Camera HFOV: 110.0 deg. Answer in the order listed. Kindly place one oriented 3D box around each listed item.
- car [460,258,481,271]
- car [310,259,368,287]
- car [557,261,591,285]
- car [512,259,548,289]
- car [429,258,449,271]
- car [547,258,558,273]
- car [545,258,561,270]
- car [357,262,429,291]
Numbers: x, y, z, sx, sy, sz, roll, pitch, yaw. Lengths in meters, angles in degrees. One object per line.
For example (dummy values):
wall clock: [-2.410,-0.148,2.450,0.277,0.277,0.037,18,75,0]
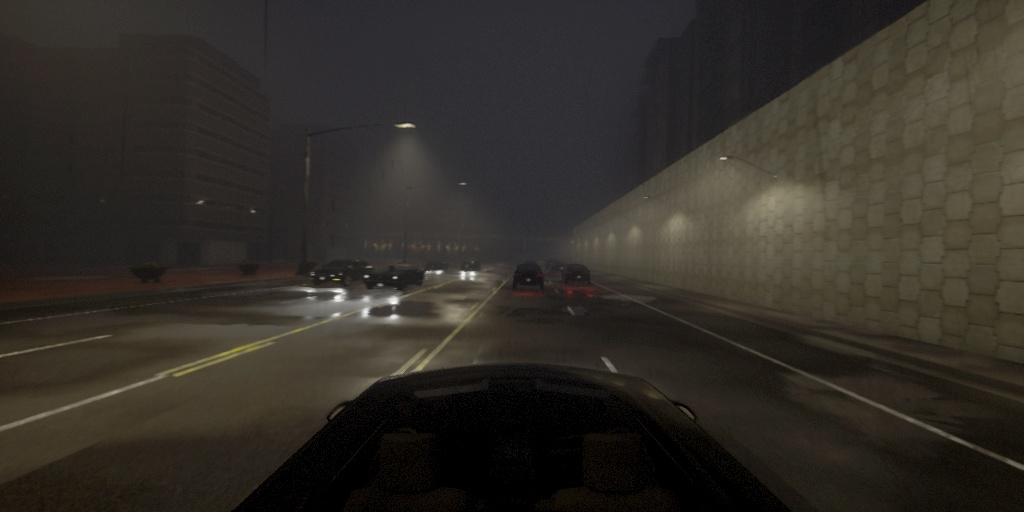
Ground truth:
car: [-4.982,0.985,43.535,2.128,1.511,4.902,2,0,4]
car: [-9.746,0.907,21.094,1.837,1.490,4.892,2,0,3]
car: [4.801,1.311,27.446,1.882,1.535,5.008,2,0,3]
car: [1.064,1.207,23.027,1.882,1.535,5.008,2,0,3]
car: [-8.606,0.951,41.525,1.994,1.385,4.181,2,0,4]
car: [5.560,1.295,43.440,1.882,1.535,5.008,2,0,3]
car: [6.200,1.159,55.006,2.097,1.767,4.553,2,0,3]
car: [-6.323,1.111,19.736,1.895,1.301,4.718,2,0,3]
